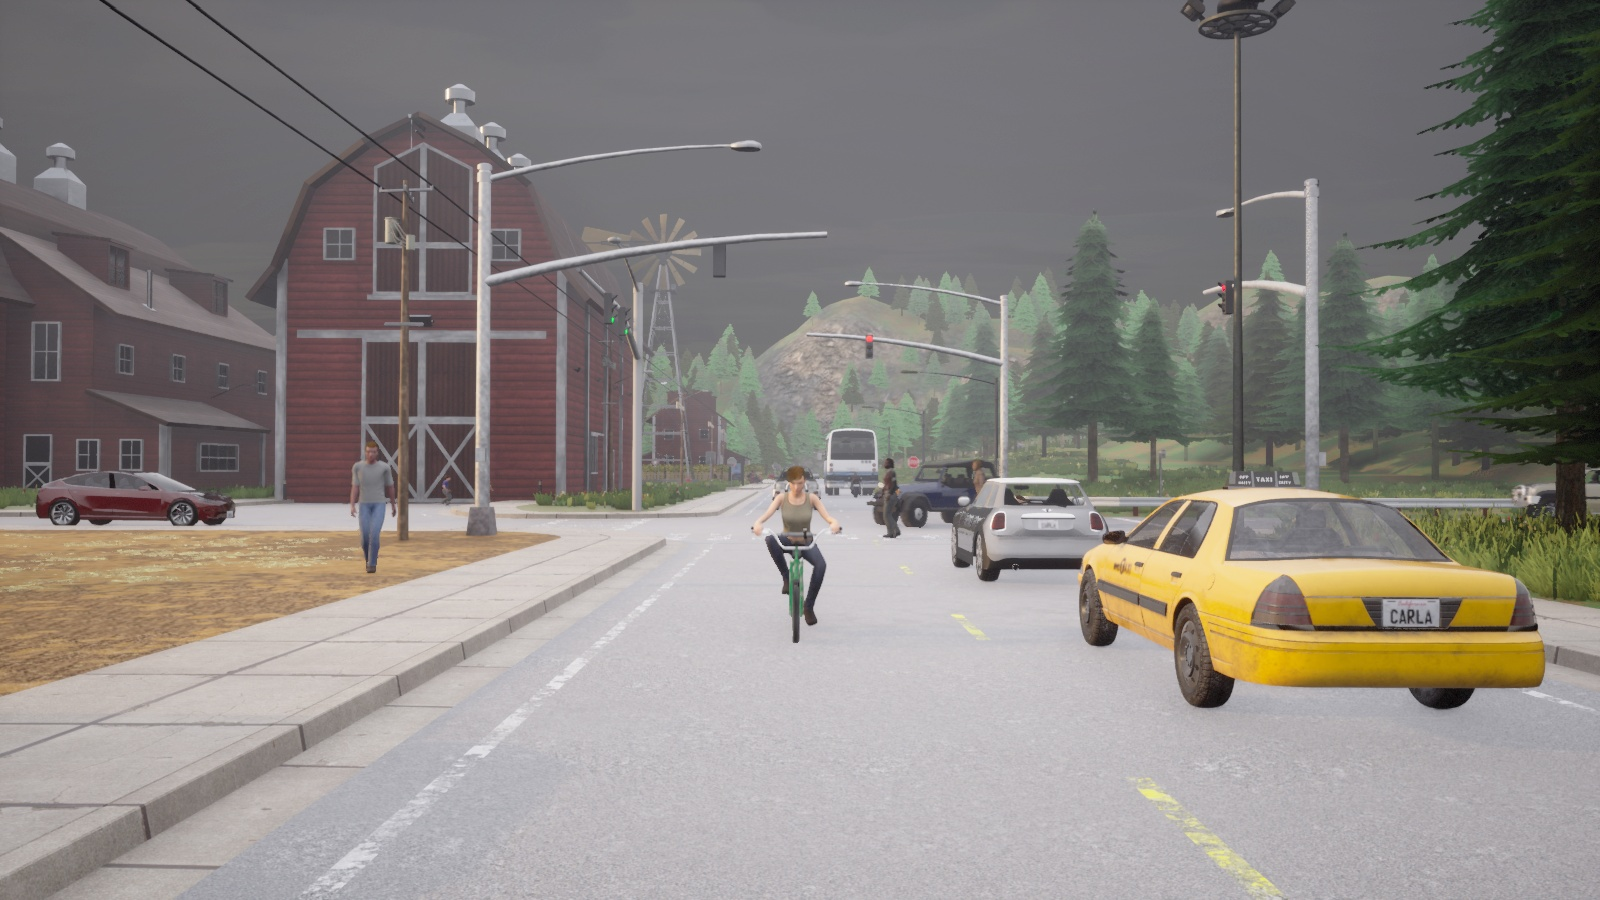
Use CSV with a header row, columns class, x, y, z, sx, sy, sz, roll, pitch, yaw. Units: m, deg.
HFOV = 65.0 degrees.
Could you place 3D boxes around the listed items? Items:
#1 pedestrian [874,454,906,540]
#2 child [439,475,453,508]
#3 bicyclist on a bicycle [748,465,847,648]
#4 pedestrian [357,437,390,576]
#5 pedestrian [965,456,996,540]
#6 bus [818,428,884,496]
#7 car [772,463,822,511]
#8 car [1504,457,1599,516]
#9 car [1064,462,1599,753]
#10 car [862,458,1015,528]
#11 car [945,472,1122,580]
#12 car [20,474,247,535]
class,x,y,z,sx,sy,sz,roll,pitch,yaw
pedestrian,2.050,1.066,28.620,0.666,1.930,0.402,0,-1,-7
child,-13.615,1.607,48.306,0.437,1.263,0.270,0,-1,-1
bicyclist on a bicycle,-0.024,0.950,11.834,0.866,1.612,1.509,0,-1,0
pedestrian,-5.753,0.754,16.956,0.354,1.836,0.706,0,-1,-13
pedestrian,3.998,1.061,27.881,0.634,1.846,0.331,0,-1,2
bus,3.296,0.831,83.938,3.944,4.253,10.273,0,-1,0
car,-0.124,1.496,51.771,1.932,1.855,4.605,0,0,0
car,25.430,1.178,40.296,4.605,1.855,1.932,0,-1,15
car,3.477,0.899,9.517,1.801,1.575,5.366,0,-1,0
car,3.927,1.179,35.557,3.866,1.878,1.905,0,-1,-26
car,3.454,1.089,19.289,1.970,1.475,3.806,0,-1,0
car,-17.391,1.406,32.964,4.792,1.488,2.163,0,-1,-1
